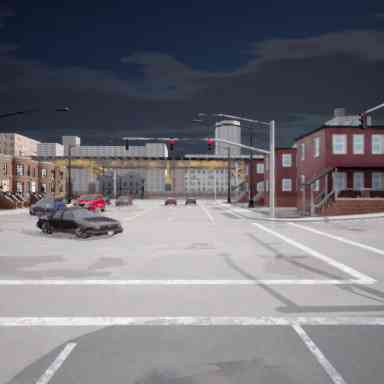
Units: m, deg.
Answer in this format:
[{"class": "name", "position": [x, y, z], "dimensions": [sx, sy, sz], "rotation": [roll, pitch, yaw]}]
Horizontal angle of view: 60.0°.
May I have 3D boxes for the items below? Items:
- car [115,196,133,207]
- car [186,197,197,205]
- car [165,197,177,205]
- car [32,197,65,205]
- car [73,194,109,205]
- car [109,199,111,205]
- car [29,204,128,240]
[{"class": "car", "position": [-10.734, 1.353, 52.577], "dimensions": [2.097, 1.767, 4.553], "rotation": [0, 0, 0]}, {"class": "car", "position": [-0.170, 1.526, 58.582], "dimensions": [1.812, 1.442, 4.674], "rotation": [0, 0, 0]}, {"class": "car", "position": [-3.565, 1.526, 56.764], "dimensions": [1.812, 1.442, 4.674], "rotation": [0, 0, 0]}, {"class": "car", "position": [-14.194, 1.352, 32.902], "dimensions": [2.097, 1.767, 4.553], "rotation": [0, 0, 0]}, {"class": "car", "position": [-10.699, 1.222, 34.902], "dimensions": [2.150, 2.045, 5.566], "rotation": [0, 0, 0]}, {"class": "car", "position": [-14.235, 1.491, 52.634], "dimensions": [2.128, 1.511, 4.902], "rotation": [0, 0, 0]}, {"class": "car", "position": [-6.008, 1.547, 17.267], "dimensions": [5.357, 1.411, 2.033], "rotation": [0, 0, 36]}]
